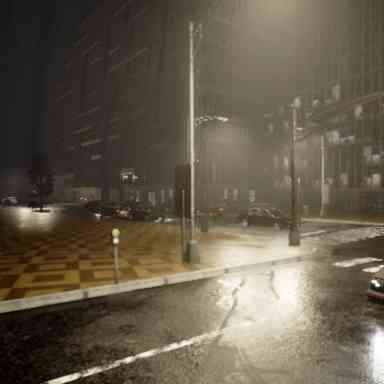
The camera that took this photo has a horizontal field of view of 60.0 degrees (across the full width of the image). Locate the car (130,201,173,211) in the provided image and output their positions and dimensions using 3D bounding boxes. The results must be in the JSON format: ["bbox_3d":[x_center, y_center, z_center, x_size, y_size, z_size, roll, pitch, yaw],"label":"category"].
[{"bbox_3d":[-4.259,1.966,34.432,1.994,1.385,4.181,-1,0,-41],"label":"car"}]

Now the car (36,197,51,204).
[{"bbox_3d":[-34.703,2.152,78.560,1.947,1.339,4.313,-1,0,-41],"label":"car"}]

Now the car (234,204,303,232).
[{"bbox_3d":[5.324,1.840,23.189,1.837,1.490,4.892,0,0,-38],"label":"car"}]

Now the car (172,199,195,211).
[{"bbox_3d":[-1.481,1.681,40.065,2.192,1.841,5.009,-1,0,-41],"label":"car"}]

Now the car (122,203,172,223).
[{"bbox_3d":[-4.179,1.974,30.359,1.947,1.339,4.313,-1,0,-41],"label":"car"}]

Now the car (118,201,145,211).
[{"bbox_3d":[-8.860,1.982,48.622,1.947,1.339,4.313,-1,0,-41],"label":"car"}]

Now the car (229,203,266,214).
[{"bbox_3d":[5.907,1.756,31.515,1.967,1.590,4.097,-1,0,-41],"label":"car"}]

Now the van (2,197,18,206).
[{"bbox_3d":[-37.351,1.971,68.799,1.690,1.788,3.998,-1,0,-41],"label":"van"}]

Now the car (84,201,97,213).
[{"bbox_3d":[-12.603,1.935,44.134,1.882,1.535,5.008,-1,0,-40],"label":"car"}]

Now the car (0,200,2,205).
[{"bbox_3d":[-40.924,2.178,72.942,1.752,1.417,4.829,-1,0,-41],"label":"car"}]

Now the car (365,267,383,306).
[{"bbox_3d":[5.962,1.650,7.122,5.357,1.411,2.033,1,0,-34],"label":"car"}]

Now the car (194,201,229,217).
[{"bbox_3d":[2.215,1.923,35.792,1.802,1.307,4.206,-1,0,-41],"label":"car"}]

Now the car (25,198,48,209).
[{"bbox_3d":[-26.292,2.139,55.987,1.802,1.307,4.206,-1,0,-41],"label":"car"}]

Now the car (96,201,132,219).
[{"bbox_3d":[-7.866,1.873,34.630,1.967,1.590,4.097,-1,0,-41],"label":"car"}]

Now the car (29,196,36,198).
[{"bbox_3d":[-38.394,2.155,82.837,1.887,1.381,4.507,-1,0,-41],"label":"car"}]
